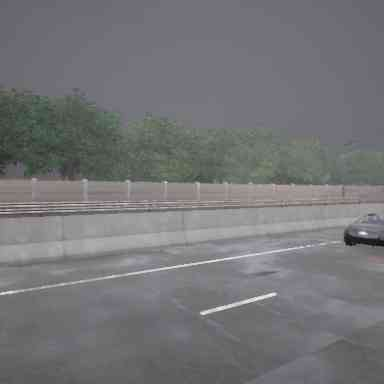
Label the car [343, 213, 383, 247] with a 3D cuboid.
[{"bbox_3d":[8.269,1.572,14.066,4.181,1.385,1.994,0,0,-36],"label":"car"}]
